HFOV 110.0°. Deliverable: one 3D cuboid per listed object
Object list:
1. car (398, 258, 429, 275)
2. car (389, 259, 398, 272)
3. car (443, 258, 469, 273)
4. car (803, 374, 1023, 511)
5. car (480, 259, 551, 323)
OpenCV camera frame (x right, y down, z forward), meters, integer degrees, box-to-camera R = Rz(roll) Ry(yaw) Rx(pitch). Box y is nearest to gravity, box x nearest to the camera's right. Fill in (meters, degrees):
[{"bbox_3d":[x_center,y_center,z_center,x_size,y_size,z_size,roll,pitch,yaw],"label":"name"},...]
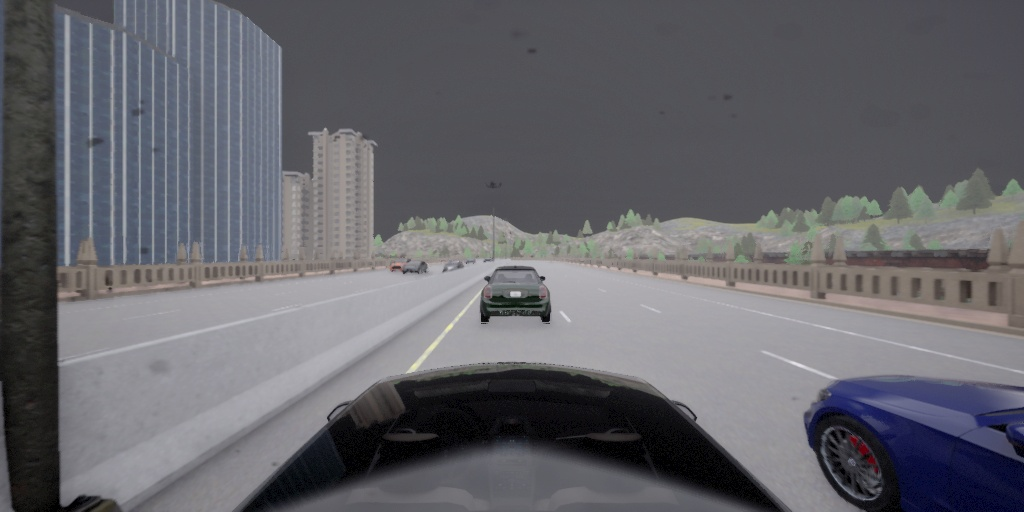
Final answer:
[{"bbox_3d":[-10.414,1.255,38.916,1.837,1.490,4.892,0,0,1],"label":"car"},{"bbox_3d":[-13.744,1.102,45.221,2.097,1.767,4.553,0,0,2],"label":"car"},{"bbox_3d":[-6.825,1.242,42.479,2.128,1.511,4.902,0,0,2],"label":"car"},{"bbox_3d":[3.601,1.276,1.328,1.812,1.442,4.674,0,0,0],"label":"car"},{"bbox_3d":[0.104,1.102,12.315,2.097,1.767,4.553,0,0,0],"label":"car"}]
